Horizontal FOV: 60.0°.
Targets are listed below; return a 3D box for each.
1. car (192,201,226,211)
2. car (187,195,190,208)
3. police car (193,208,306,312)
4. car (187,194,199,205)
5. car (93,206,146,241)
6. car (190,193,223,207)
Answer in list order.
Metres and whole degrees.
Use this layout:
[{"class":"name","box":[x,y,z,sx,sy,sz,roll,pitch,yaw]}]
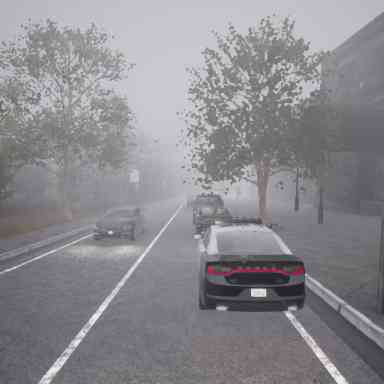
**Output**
[{"class":"car","box":[1.114,1.444,17.866,1.882,1.535,5.008,0,0,0]},{"class":"car","box":[0.246,1.514,45.883,1.895,1.301,4.718,0,0,0]},{"class":"police car","box":[1.079,1.410,7.927,1.930,1.638,5.238,0,0,0]},{"class":"car","box":[0.212,1.242,58.135,2.097,1.767,4.553,0,0,1]},{"class":"car","box":[-3.440,1.473,16.507,1.837,1.490,4.892,0,0,0]},{"class":"car","box":[1.134,1.178,23.917,2.150,2.045,5.566,0,0,0]}]
